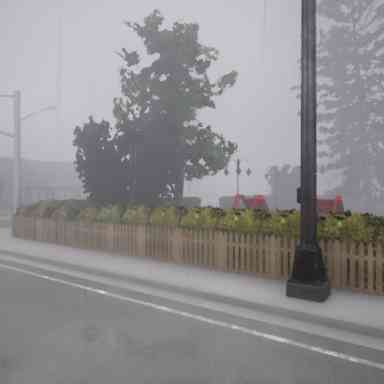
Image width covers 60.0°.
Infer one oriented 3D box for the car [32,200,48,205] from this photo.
[{"bbox_3d":[-14.169,1.512,31.813,1.812,1.442,4.674,0,0,34],"label":"car"}]
